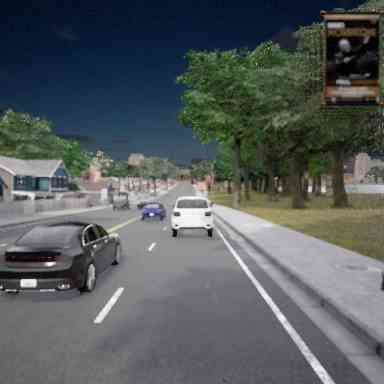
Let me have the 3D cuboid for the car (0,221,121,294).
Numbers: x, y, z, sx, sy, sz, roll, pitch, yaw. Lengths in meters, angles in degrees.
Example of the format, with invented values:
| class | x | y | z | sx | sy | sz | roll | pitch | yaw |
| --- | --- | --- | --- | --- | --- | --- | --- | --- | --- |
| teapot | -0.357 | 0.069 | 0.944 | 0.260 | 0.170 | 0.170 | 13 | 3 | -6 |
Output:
| class | x | y | z | sx | sy | sz | roll | pitch | yaw |
| --- | --- | --- | --- | --- | --- | --- | --- | --- | --- |
| car | -3.183 | 1.532 | 8.879 | 1.837 | 1.490 | 4.892 | 0 | 0 | 0 |

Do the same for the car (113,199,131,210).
| class | x | y | z | sx | sy | sz | roll | pitch | yaw |
| --- | --- | --- | --- | --- | --- | --- | --- | --- | --- |
| car | -9.975 | 1.827 | 47.400 | 1.837 | 1.490 | 4.892 | 0 | -1 | 0 |

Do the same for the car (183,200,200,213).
| class | x | y | z | sx | sy | sz | roll | pitch | yaw |
| --- | --- | --- | --- | --- | --- | --- | --- | --- | --- |
| car | -0.089 | 1.780 | 41.165 | 2.033 | 1.411 | 5.357 | 0 | -1 | 0 |

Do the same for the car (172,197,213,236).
| class | x | y | z | sx | sy | sz | roll | pitch | yaw |
| --- | --- | --- | --- | --- | --- | --- | --- | --- | --- |
| car | 0.013 | 1.293 | 19.208 | 2.150 | 2.045 | 5.566 | 0 | 0 | 0 |

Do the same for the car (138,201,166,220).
| class | x | y | z | sx | sy | sz | roll | pitch | yaw |
| --- | --- | --- | --- | --- | --- | --- | --- | --- | --- |
| car | -3.281 | 1.664 | 29.255 | 1.812 | 1.442 | 4.674 | 0 | 0 | 0 |
